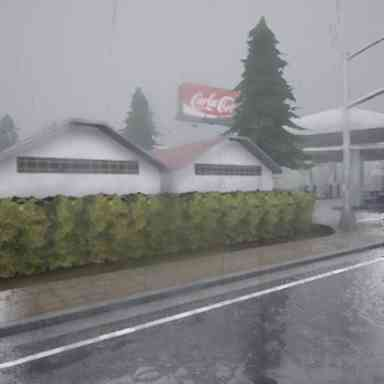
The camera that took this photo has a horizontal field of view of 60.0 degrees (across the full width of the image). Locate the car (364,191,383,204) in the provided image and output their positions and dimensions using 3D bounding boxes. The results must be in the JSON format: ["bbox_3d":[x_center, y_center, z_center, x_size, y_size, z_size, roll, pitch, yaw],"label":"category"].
[{"bbox_3d":[22.680,0.665,40.576,4.611,1.667,2.242,-1,1,-36],"label":"car"}]
